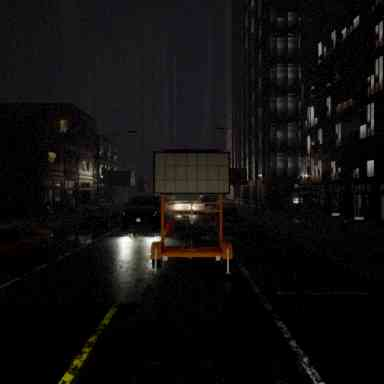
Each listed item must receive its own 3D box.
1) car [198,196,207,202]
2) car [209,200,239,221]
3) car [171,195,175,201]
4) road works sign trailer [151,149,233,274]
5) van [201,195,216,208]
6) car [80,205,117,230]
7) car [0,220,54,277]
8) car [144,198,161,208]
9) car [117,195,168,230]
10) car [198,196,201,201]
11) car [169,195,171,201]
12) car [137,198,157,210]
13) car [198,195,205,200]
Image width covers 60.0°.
[{"bbox_3d":[2.639,1.595,81.759,2.008,1.369,4.403,0,0,0],"label":"car"},{"bbox_3d":[2.672,1.554,26.516,2.008,1.369,4.403,0,0,0],"label":"car"},{"bbox_3d":[-5.741,1.626,81.750,1.802,1.307,4.206,0,0,0],"label":"car"},{"bbox_3d":[-0.006,0.465,10.533,2.380,3.560,2.880,0,0,0],"label":"road works sign trailer"},{"bbox_3d":[2.657,1.356,48.613,1.690,1.788,3.998,0,0,0],"label":"van"},{"bbox_3d":[-5.705,1.553,20.985,2.008,1.369,4.403,0,0,0],"label":"car"},{"bbox_3d":[-5.698,1.526,9.765,1.752,1.417,4.829,0,0,0],"label":"car"},{"bbox_3d":[-5.722,1.560,48.605,1.887,1.381,4.507,0,0,0],"label":"car"},{"bbox_3d":[-3.012,1.224,21.432,2.150,2.045,5.566,0,0,0],"label":"car"},{"bbox_3d":[2.648,1.555,65.355,1.752,1.417,4.829,0,0,0],"label":"car"},{"bbox_3d":[-5.732,1.469,65.177,1.967,1.590,4.097,0,0,0],"label":"car"},{"bbox_3d":[-5.719,1.562,43.081,2.008,1.369,4.403,0,0,0],"label":"car"},{"bbox_3d":[2.632,1.581,92.976,1.752,1.417,4.829,0,0,0],"label":"car"}]
